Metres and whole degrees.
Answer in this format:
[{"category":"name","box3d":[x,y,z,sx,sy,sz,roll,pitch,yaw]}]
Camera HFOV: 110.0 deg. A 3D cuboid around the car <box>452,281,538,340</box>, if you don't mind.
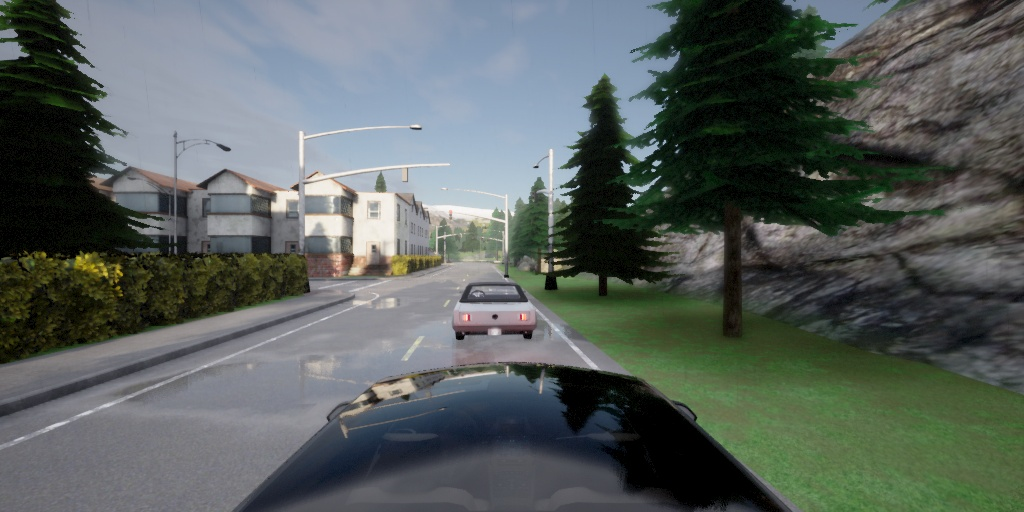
[{"category":"car","box3d":[-0.526,1.351,9.954,1.895,1.301,4.718,0,0,-4]}]
